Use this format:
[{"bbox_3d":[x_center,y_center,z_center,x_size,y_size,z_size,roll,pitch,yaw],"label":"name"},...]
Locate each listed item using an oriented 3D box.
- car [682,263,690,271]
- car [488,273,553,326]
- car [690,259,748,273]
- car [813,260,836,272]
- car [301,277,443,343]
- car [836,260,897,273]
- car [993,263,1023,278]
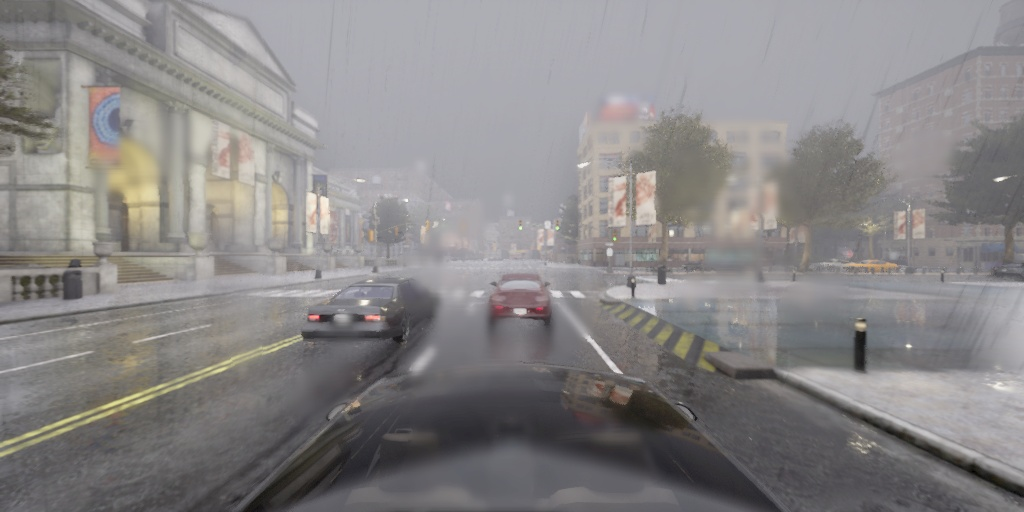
[{"bbox_3d":[23.835,1.180,44.769,4.902,1.511,2.128,0,0,1],"label":"car"},{"bbox_3d":[0.269,1.258,11.501,1.812,1.442,4.674,0,0,1],"label":"car"},{"bbox_3d":[24.024,1.243,41.276,5.357,1.411,2.033,0,0,1],"label":"car"},{"bbox_3d":[40.134,1.228,44.407,4.674,1.442,1.812,0,0,1],"label":"car"},{"bbox_3d":[-3.275,1.280,9.577,2.033,1.411,5.357,0,0,1],"label":"car"},{"bbox_3d":[40.694,1.187,40.891,5.008,1.535,1.882,0,0,1],"label":"car"},{"bbox_3d":[47.042,1.294,32.762,4.181,1.385,1.994,0,0,1],"label":"car"}]
